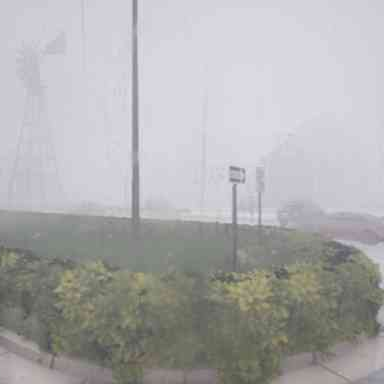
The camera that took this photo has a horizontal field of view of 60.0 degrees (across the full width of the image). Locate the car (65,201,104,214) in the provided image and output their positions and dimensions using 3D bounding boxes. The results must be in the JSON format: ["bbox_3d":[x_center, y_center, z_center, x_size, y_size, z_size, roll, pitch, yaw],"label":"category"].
[{"bbox_3d":[-11.188,1.652,34.722,1.784,1.438,3.905,0,0,35],"label":"car"}]

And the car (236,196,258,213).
[{"bbox_3d":[6.589,1.390,38.652,1.905,1.878,3.866,0,0,35],"label":"car"}]

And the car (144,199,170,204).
[{"bbox_3d":[-4.769,1.643,45.936,1.816,1.474,4.193,0,0,35],"label":"car"}]

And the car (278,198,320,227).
[{"bbox_3d":[7.309,1.341,21.949,1.932,1.855,4.605,0,0,35],"label":"car"}]

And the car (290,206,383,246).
[{"bbox_3d":[7.084,1.579,15.480,1.994,1.385,4.181,0,0,-43],"label":"car"}]
